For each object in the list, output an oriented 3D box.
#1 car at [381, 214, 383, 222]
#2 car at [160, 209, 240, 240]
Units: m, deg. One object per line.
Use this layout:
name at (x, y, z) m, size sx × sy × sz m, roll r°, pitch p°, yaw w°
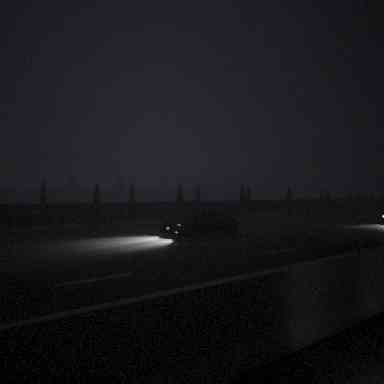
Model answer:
car at (15.590, 1.576, 23.709) m, size 5.357 × 1.411 × 2.033 m, roll 0°, pitch 0°, yaw -35°
car at (0.464, 1.570, 17.221) m, size 4.181 × 1.385 × 1.994 m, roll 0°, pitch 0°, yaw -35°
